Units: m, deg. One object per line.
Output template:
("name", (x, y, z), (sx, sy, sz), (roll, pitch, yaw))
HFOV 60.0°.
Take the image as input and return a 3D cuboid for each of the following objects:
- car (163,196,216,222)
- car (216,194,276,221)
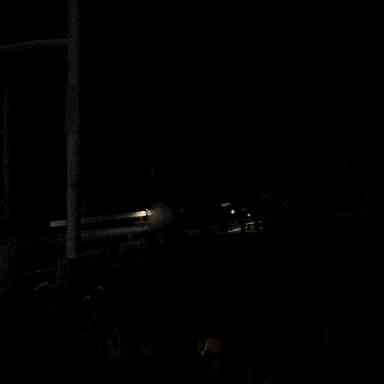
("car", (0.095, 1.091, 22.946), (2.128, 1.511, 4.902), (0, 3, 41))
("car", (3.778, 1.100, 21.538), (1.994, 1.385, 4.181), (0, 2, 41))
